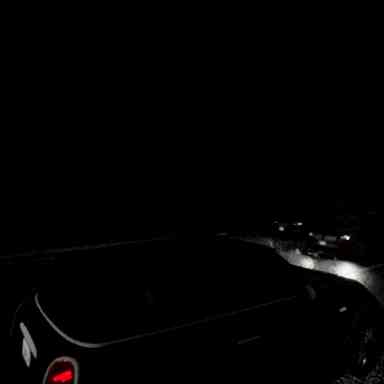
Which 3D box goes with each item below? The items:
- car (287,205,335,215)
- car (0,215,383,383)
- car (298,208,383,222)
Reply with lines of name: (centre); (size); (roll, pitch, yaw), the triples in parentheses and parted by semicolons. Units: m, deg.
car: (6.192, 1.451, 17.013); (4.902, 1.511, 2.128); (0, 0, -35)
car: (0.353, 1.345, 4.004); (4.553, 1.767, 2.097); (0, 0, -35)
car: (6.417, 1.491, 12.876); (4.674, 1.442, 1.812); (0, 0, -36)
